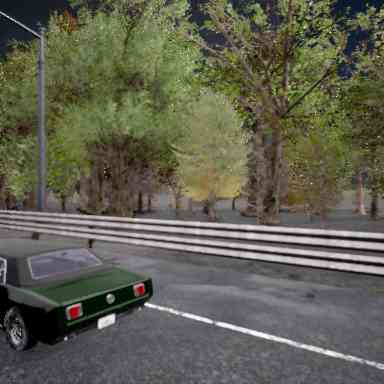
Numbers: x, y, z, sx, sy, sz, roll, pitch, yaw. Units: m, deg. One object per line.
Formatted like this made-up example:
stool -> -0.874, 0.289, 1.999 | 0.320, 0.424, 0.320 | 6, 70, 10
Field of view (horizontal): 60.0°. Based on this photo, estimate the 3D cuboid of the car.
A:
car -> -3.055, 1.616, 6.193 | 4.718, 1.301, 1.895 | 0, 0, 36
